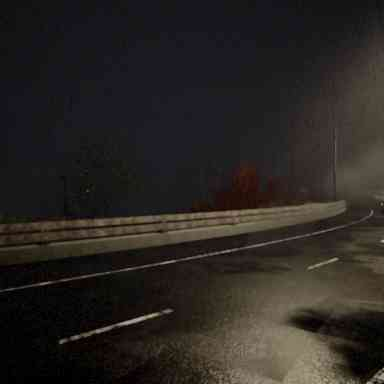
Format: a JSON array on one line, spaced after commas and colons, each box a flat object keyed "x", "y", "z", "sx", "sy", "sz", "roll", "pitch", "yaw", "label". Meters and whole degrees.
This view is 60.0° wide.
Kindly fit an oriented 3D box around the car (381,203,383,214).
[{"x": 21.435, "y": 1.608, "z": 35.737, "sx": 2.033, "sy": 1.411, "sz": 5.357, "roll": 0, "pitch": 0, "yaw": 30, "label": "car"}]
